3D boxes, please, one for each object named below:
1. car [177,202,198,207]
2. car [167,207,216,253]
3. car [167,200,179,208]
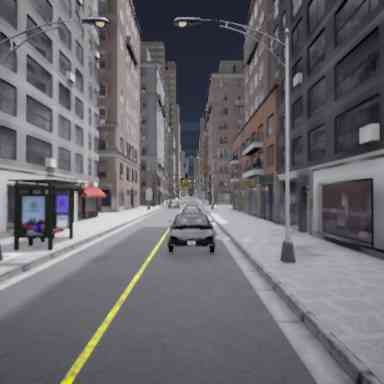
[{"bbox_3d":[-0.025,1.845,29.282,1.994,1.385,4.181,0,-1,0],"label":"car"},{"bbox_3d":[-0.011,1.628,14.296,2.128,1.511,4.902,0,0,0],"label":"car"},{"bbox_3d":[-3.064,2.048,56.445,2.128,1.511,4.902,0,-1,0],"label":"car"}]
